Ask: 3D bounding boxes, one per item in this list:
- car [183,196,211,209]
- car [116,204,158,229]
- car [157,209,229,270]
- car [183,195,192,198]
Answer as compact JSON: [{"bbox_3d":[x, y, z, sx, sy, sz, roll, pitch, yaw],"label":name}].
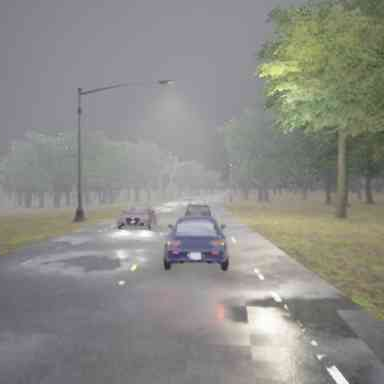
[{"bbox_3d":[0.499,1.370,26.690,2.128,1.511,4.902,0,0,2],"label":"car"},{"bbox_3d":[-3.255,1.467,20.519,1.994,1.385,4.181,0,0,2],"label":"car"},{"bbox_3d":[0.149,1.477,10.765,1.812,1.442,4.674,0,0,1],"label":"car"},{"bbox_3d":[-0.769,1.343,69.722,1.895,1.301,4.718,0,0,4],"label":"car"}]
